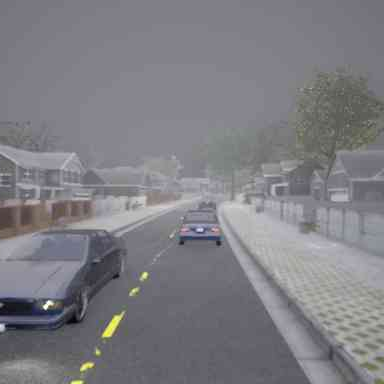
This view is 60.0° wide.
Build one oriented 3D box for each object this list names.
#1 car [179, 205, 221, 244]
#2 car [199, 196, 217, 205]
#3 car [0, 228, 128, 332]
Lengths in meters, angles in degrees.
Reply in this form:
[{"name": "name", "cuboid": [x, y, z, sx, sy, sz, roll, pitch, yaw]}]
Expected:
[{"name": "car", "cuboid": [0.404, 1.551, 15.719, 2.033, 1.411, 5.357, 0, 0, 2]}, {"name": "car", "cuboid": [2.035, 1.300, 42.289, 2.097, 1.767, 4.553, 0, 0, 5]}, {"name": "car", "cuboid": [-2.756, 1.548, 7.400, 2.033, 1.411, 5.357, 0, 0, 1]}]
